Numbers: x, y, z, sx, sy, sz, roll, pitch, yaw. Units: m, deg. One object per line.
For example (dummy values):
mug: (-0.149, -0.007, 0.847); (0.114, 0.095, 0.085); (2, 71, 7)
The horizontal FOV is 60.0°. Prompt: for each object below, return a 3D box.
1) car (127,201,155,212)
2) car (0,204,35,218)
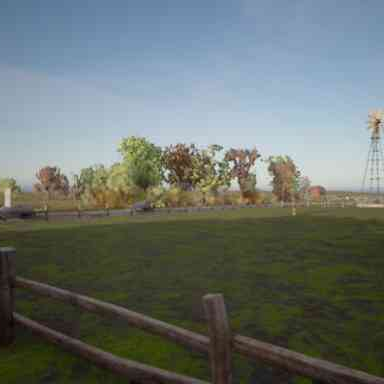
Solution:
car: (-7.592, 2.177, 50.068); (1.837, 1.490, 4.892); (1, 0, 36)
car: (-18.642, 1.964, 34.638); (1.994, 1.385, 4.181); (1, 0, 36)
